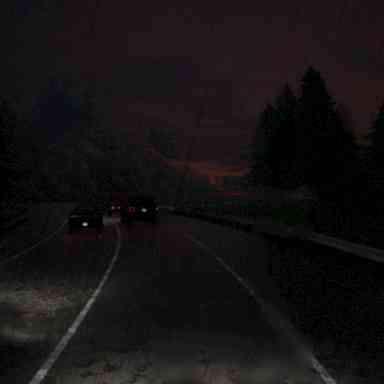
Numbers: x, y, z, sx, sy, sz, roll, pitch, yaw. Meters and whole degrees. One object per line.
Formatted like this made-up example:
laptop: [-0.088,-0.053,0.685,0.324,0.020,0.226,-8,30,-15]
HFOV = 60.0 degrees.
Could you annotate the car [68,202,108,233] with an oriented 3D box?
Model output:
car: [-6.466,1.566,20.518,2.128,1.511,4.902,0,0,-15]

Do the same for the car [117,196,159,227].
car: [-3.848,1.292,23.906,2.150,2.045,5.566,0,0,-17]

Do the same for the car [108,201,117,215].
car: [-8.418,1.666,35.881,2.033,1.411,5.357,0,0,-25]
